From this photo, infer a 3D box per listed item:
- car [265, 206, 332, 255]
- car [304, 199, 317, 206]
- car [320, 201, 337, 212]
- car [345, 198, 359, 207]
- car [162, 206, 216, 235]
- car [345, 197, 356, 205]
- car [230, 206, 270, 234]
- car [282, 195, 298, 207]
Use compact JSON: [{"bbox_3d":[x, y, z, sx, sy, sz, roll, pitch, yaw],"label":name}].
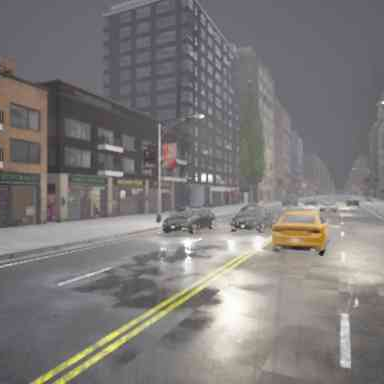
[{"bbox_3d":[4.619,1.555,13.895,1.882,1.535,5.008,0,0,24],"label":"car"},{"bbox_3d":[20.630,1.900,57.814,1.895,1.301,4.718,0,0,25],"label":"car"},{"bbox_3d":[17.133,1.812,41.736,1.895,1.301,4.718,0,0,24],"label":"car"},{"bbox_3d":[27.519,1.744,56.931,1.882,1.535,5.008,0,0,24],"label":"car"},{"bbox_3d":[-0.038,1.640,19.872,1.837,1.490,4.892,0,0,24],"label":"car"},{"bbox_3d":[33.263,1.865,69.948,2.033,1.411,5.357,0,0,24],"label":"car"},{"bbox_3d":[3.776,1.629,20.431,1.837,1.490,4.892,0,0,24],"label":"car"},{"bbox_3d":[17.207,1.534,58.135,2.150,2.045,5.566,0,0,25],"label":"car"}]
